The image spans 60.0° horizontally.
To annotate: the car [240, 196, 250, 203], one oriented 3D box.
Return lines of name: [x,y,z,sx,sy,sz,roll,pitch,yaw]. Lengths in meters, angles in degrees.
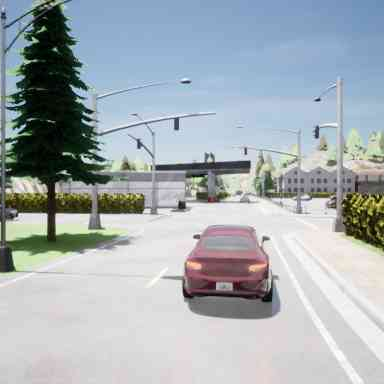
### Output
car: [10.847,1.523,68.051,1.812,1.442,4.674,0,0,10]

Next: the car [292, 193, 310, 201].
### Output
car: [24.902,1.358,75.843,3.806,1.475,1.970,0,0,9]

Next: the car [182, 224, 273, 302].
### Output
car: [0.939,1.525,8.223,1.812,1.442,4.674,0,0,9]

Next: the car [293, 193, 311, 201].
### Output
car: [26.032,1.074,79.029,3.866,1.878,1.905,0,0,9]

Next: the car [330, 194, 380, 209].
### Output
car: [19.082,1.338,38.905,4.514,1.523,2.007,0,0,9]

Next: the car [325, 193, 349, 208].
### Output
car: [19.527,1.329,42.010,5.027,1.636,2.152,0,0,9]

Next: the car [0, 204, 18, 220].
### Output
car: [-16.209,1.491,26.253,4.902,1.511,2.128,0,0,9]

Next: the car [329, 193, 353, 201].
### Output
car: [33.280,1.095,74.538,4.605,1.855,1.932,0,0,9]
